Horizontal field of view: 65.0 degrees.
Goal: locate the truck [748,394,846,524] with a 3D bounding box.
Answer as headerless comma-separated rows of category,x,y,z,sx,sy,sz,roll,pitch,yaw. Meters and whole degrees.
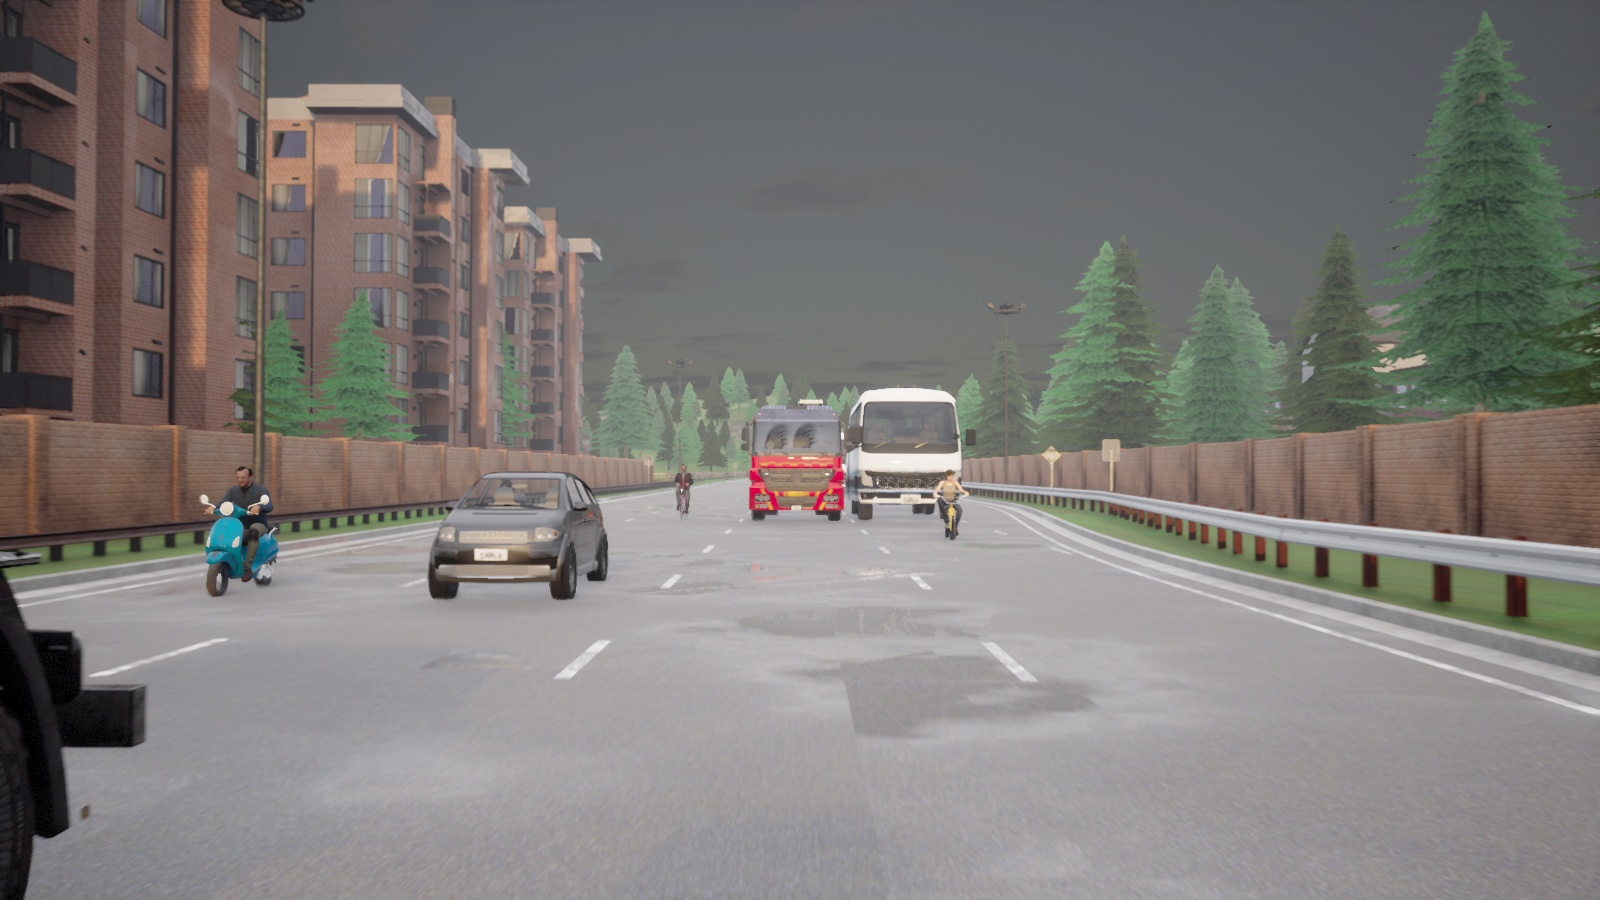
truck,-0.105,0.342,41.398,2.891,3.827,8.468,0,-1,0

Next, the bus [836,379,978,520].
bus,3.391,0.146,43.155,3.944,4.253,10.273,0,-2,0

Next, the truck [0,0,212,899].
truck,-3.505,-0.146,0.435,2.891,3.462,7.936,0,-1,0

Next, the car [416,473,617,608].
car,-3.540,1.083,16.333,1.789,1.549,3.705,0,-1,0

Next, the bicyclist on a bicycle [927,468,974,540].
bicyclist on a bicycle,3.430,1.218,28.711,0.866,1.612,1.509,0,-1,0

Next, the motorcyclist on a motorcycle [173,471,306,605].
motorcyclist on a motorcycle,-7.039,1.062,15.882,0.866,1.590,1.817,0,-1,0
